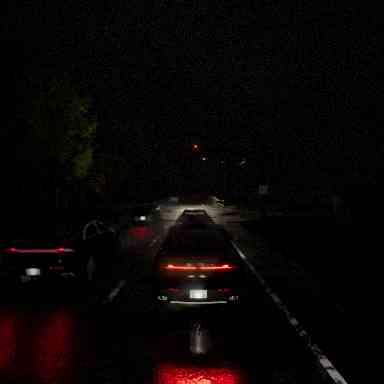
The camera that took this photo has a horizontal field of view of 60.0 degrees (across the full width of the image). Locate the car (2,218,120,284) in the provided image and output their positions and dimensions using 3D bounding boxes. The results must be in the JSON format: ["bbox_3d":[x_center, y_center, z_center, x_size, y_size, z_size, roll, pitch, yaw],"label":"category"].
[{"bbox_3d":[-3.380,1.493,9.531,2.128,1.511,4.902,0,0,0],"label":"car"}]

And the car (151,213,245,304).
[{"bbox_3d":[0.116,1.507,8.141,1.837,1.490,4.892,0,0,0],"label":"car"}]

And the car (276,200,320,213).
[{"bbox_3d":[12.492,1.675,39.399,5.008,1.535,1.882,1,-1,4],"label":"car"}]

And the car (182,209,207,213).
[{"bbox_3d":[0.135,1.568,17.050,1.994,1.385,4.181,0,0,0],"label":"car"}]

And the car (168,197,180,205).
[{"bbox_3d":[-3.276,1.552,59.287,2.033,1.411,5.357,0,0,0],"label":"car"}]

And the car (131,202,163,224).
[{"bbox_3d":[-3.348,1.511,25.110,1.837,1.490,4.892,0,0,0],"label":"car"}]
